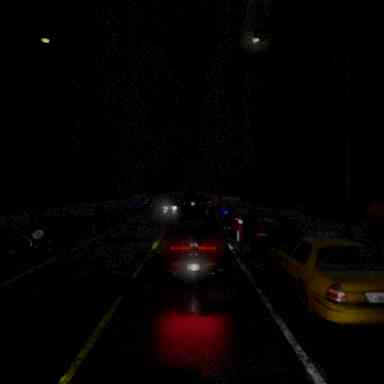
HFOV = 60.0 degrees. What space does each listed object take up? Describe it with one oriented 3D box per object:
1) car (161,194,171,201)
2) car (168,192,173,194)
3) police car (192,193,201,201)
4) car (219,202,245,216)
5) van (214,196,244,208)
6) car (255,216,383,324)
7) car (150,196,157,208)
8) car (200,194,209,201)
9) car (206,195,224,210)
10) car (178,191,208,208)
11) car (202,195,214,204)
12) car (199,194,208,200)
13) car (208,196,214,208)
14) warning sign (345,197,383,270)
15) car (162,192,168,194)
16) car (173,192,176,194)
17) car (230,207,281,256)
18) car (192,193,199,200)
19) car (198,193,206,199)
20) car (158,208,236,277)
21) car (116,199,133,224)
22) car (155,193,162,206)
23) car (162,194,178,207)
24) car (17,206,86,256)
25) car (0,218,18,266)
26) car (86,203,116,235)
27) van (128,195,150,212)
[{"bbox_3d":[-5.752,1.239,74.191,1.802,1.307,4.206,0,0,0],"label":"car"},{"bbox_3d":[-5.752,0.997,68.588,2.192,1.841,5.009,0,0,0],"label":"car"},{"bbox_3d":[0.867,1.083,74.160,1.930,1.638,5.238,0,0,0],"label":"police car"},{"bbox_3d":[2.767,1.459,18.181,1.887,1.381,4.507,0,0,0],"label":"car"},{"bbox_3d":[2.769,1.229,23.783,1.690,1.788,3.998,0,0,0],"label":"van"},{"bbox_3d":[2.766,1.491,7.147,1.752,1.417,4.829,0,0,0],"label":"car"},{"bbox_3d":[-5.756,1.393,40.581,1.802,1.307,4.206,0,0,0],"label":"car"},{"bbox_3d":[2.773,1.223,74.203,1.947,1.339,4.313,0,0,0],"label":"car"},{"bbox_3d":[2.770,1.251,40.590,1.967,1.590,4.097,0,0,0],"label":"car"},{"bbox_3d":[0.090,1.078,30.375,2.150,2.045,5.566,0,0,0],"label":"car"},{"bbox_3d":[2.771,1.278,57.396,1.887,1.381,4.507,0,0,0],"label":"car"},{"bbox_3d":[2.773,1.198,79.805,1.947,1.339,4.313,0,0,0],"label":"car"},{"bbox_3d":[2.769,1.381,34.989,1.887,1.381,4.507,0,0,0],"label":"car"},{"bbox_3d":[5.065,1.072,9.055,1.300,1.860,1.060,0,0,0],"label":"warning sign"},{"bbox_3d":[-5.753,1.173,57.385,1.967,1.590,4.097,0,0,0],"label":"car"},{"bbox_3d":[-5.751,0.948,79.792,2.192,1.841,5.009,0,0,0],"label":"car"},{"bbox_3d":[2.767,1.485,12.580,1.887,1.381,4.507,0,0,0],"label":"car"},{"bbox_3d":[0.850,1.120,84.054,1.837,1.490,4.892,0,0,0],"label":"car"},{"bbox_3d":[2.775,1.026,91.008,1.967,1.590,4.097,0,0,0],"label":"car"},{"bbox_3d":[0.057,1.458,10.078,1.837,1.490,4.892,0,1,0],"label":"car"},{"bbox_3d":[-5.757,1.433,23.776,1.887,1.381,4.507,0,0,0],"label":"car"},{"bbox_3d":[-5.755,1.225,46.182,1.967,1.590,4.097,0,0,0],"label":"car"},{"bbox_3d":[-3.081,1.344,47.187,1.994,1.385,4.181,0,0,0],"label":"car"},{"bbox_3d":[-5.758,1.381,12.572,1.967,1.590,4.097,0,0,0],"label":"car"},{"bbox_3d":[-5.759,1.493,6.800,1.752,1.417,4.829,0,0,0],"label":"car"},{"bbox_3d":[-5.758,1.459,18.174,1.887,1.381,4.507,0,0,0],"label":"car"},{"bbox_3d":[-5.756,1.178,34.979,1.690,1.788,3.998,0,0,0],"label":"van"}]
